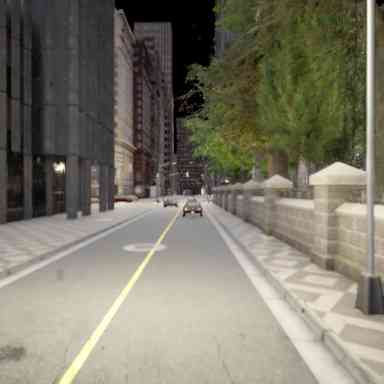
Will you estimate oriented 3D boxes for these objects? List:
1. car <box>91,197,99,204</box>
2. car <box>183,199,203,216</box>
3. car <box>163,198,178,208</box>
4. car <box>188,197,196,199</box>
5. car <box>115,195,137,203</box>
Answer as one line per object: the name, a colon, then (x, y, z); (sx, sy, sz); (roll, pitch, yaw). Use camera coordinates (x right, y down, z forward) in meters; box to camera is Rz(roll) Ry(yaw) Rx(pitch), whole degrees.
car: (-20.227, 1.796, 70.060); (4.829, 1.417, 1.752); (-1, 1, 0)
car: (0.080, 1.605, 32.655); (1.895, 1.301, 4.718); (0, 0, 0)
car: (-3.005, 1.566, 47.638); (1.994, 1.385, 4.181); (0, 0, 1)
car: (0.019, 1.545, 59.509); (2.033, 1.411, 5.357); (0, 0, 0)
car: (-14.860, 1.513, 70.039); (5.009, 1.841, 2.192); (-1, 1, 0)
